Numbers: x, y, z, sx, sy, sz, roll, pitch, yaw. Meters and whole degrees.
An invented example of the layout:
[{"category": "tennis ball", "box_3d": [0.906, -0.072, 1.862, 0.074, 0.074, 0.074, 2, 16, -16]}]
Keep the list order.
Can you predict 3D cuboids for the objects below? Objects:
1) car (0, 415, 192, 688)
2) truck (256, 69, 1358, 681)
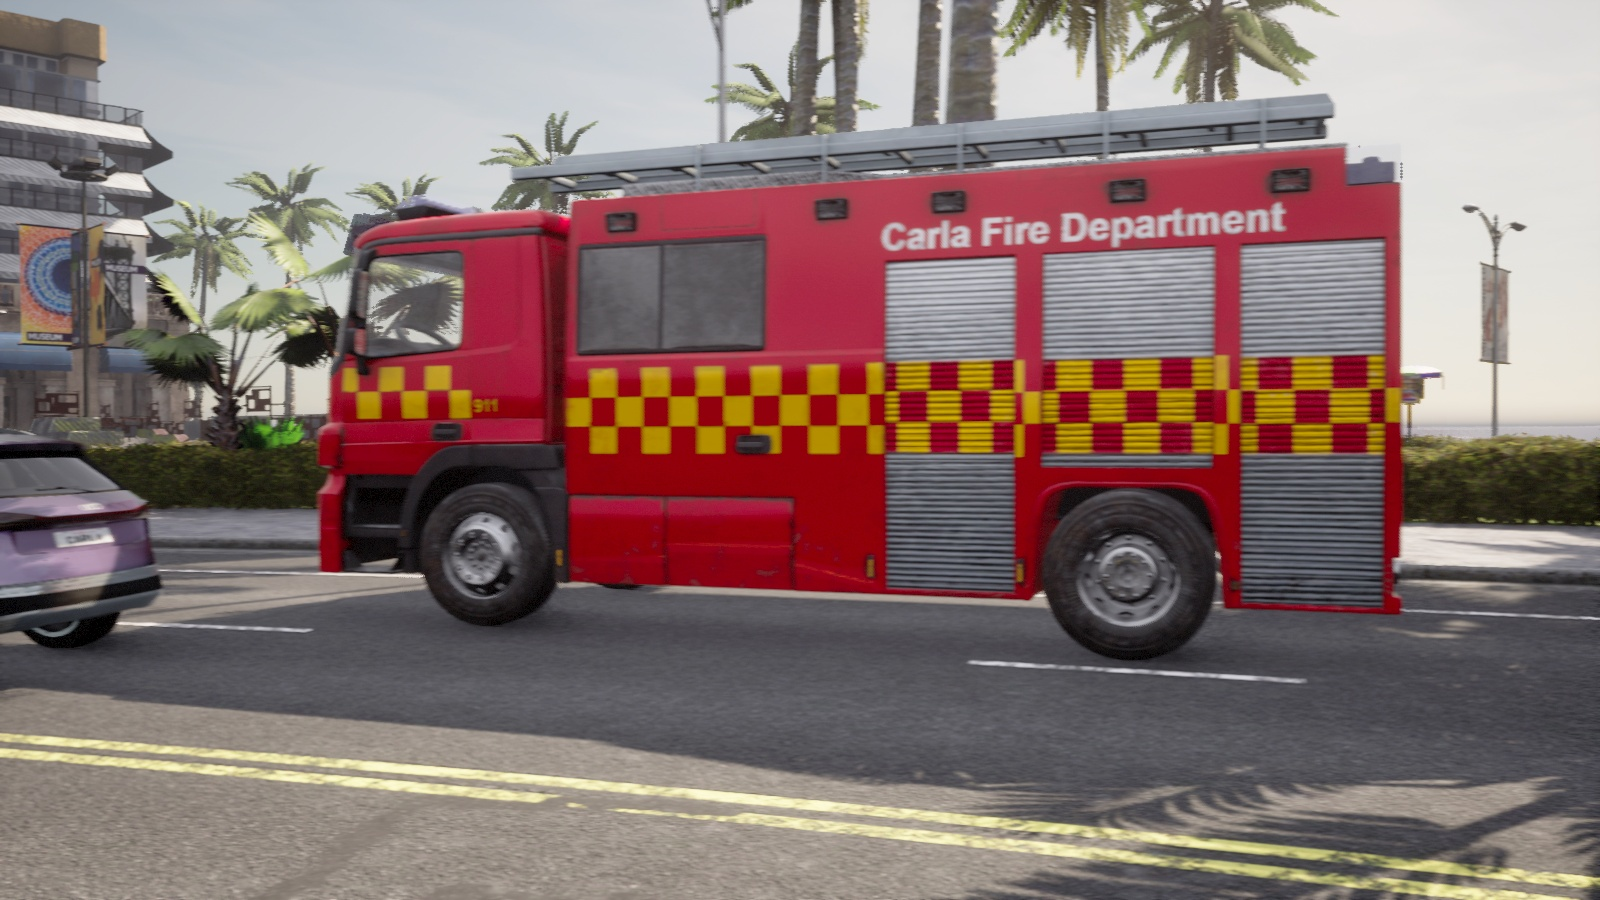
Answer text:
[{"category": "car", "box_3d": [-7.050, 0.585, 8.735, 4.856, 1.649, 2.033, 0, 1, 13]}, {"category": "truck", "box_3d": [-0.086, -0.517, 10.572, 8.468, 3.827, 2.891, 1, 1, 18]}]
